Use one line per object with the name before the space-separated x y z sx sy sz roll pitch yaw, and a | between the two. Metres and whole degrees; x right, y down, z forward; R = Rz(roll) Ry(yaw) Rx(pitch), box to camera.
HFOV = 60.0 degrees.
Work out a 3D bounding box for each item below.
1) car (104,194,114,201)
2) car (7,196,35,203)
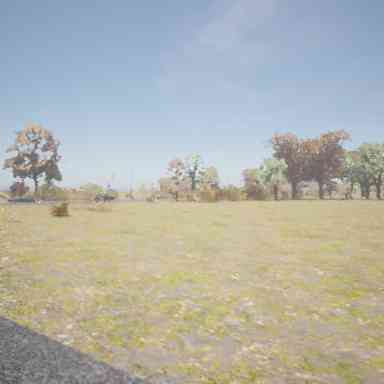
car | -21.233 1.400 81.095 2.150 2.045 5.566 0 0 31
car | -36.422 1.655 70.940 2.033 1.411 5.357 0 0 34
